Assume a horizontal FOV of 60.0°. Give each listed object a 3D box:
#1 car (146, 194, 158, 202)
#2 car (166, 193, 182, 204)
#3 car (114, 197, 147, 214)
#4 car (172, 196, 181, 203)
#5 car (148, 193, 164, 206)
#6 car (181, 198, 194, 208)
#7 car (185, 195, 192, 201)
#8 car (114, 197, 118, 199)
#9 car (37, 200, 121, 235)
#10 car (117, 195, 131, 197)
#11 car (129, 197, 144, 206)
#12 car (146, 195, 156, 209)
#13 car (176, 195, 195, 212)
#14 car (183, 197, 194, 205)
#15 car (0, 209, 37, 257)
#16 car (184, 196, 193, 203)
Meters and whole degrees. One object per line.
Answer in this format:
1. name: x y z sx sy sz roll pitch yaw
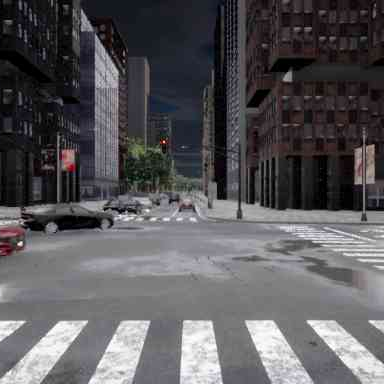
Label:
1. car: -9.290 1.410 76.889 2.192 1.841 5.009 0 0 0
2. car: -3.360 1.284 64.623 2.150 2.045 5.566 0 0 0
3. car: -6.402 1.544 35.039 2.033 1.411 5.357 0 0 0
4. car: -3.505 1.645 75.349 1.994 1.385 4.181 0 0 0
5. car: -6.500 1.263 55.908 2.150 2.045 5.566 0 0 -1
6. car: -0.620 1.610 49.799 1.802 1.307 4.206 0 0 0
7. car: -0.852 1.687 93.199 1.887 1.381 4.507 0 0 0
8. car: -9.088 1.571 38.907 1.947 1.339 4.313 0 0 0
9. car: -6.728 1.404 18.351 1.882 1.535 5.008 2 1 44
10. car: -9.118 1.331 44.334 2.192 1.841 5.009 0 0 0
11. car: -9.173 1.565 55.015 1.752 1.417 4.829 0 0 0
12. car: -6.455 1.544 45.266 1.812 1.442 4.674 0 0 0
13. car: -0.563 1.445 38.950 1.967 1.590 4.097 0 0 0
14. car: -0.678 1.598 60.649 1.887 1.381 4.507 0 0 0
15. car: -8.087 1.395 10.831 5.008 1.535 1.882 1 0 0
16. car: -0.736 1.606 71.669 1.752 1.417 4.829 0 0 0
